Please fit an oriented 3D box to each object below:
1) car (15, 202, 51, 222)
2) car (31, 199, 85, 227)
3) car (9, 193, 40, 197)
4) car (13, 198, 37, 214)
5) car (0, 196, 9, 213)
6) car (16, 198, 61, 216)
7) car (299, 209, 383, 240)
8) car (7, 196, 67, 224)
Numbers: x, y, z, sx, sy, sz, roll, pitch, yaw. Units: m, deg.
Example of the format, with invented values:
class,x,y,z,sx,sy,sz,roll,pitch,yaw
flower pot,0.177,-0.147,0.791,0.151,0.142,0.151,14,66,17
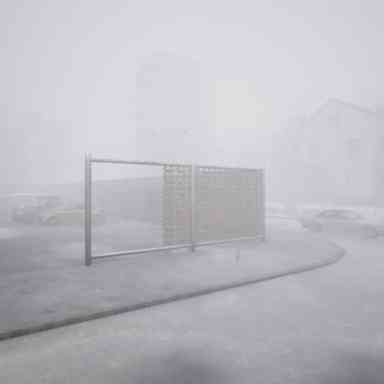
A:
class,x,y,z,sx,sy,sz,roll,pitch,yaw
car,-11.979,1.450,25.110,2.207,1.379,1.481,0,0,-36
car,-7.799,1.414,21.582,4.193,1.474,1.816,0,0,-36
car,-12.533,1.240,27.371,3.866,1.878,1.905,0,0,-36
car,-17.810,1.400,35.362,1.789,1.547,3.705,0,0,-36
car,-17.812,1.472,35.639,5.357,1.415,2.033,0,0,-36
car,-14.755,1.410,32.073,3.633,1.501,1.845,0,0,-36
car,8.063,1.595,17.217,1.895,1.301,4.718,0,0,-36
car,-10.243,1.346,23.733,4.611,1.667,2.242,0,0,-36
